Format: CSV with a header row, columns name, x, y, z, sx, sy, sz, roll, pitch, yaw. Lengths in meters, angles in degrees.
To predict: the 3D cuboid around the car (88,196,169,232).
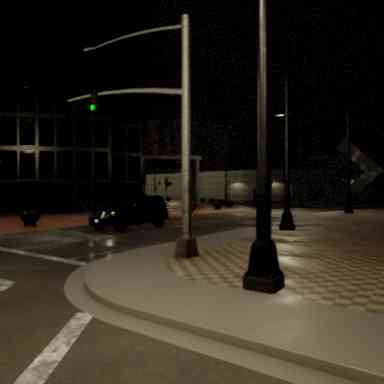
name,x,y,z,sx,sy,sz,roll,pitch,yaw
car,-3.798,1.277,20.989,2.150,2.045,5.566,0,0,35
